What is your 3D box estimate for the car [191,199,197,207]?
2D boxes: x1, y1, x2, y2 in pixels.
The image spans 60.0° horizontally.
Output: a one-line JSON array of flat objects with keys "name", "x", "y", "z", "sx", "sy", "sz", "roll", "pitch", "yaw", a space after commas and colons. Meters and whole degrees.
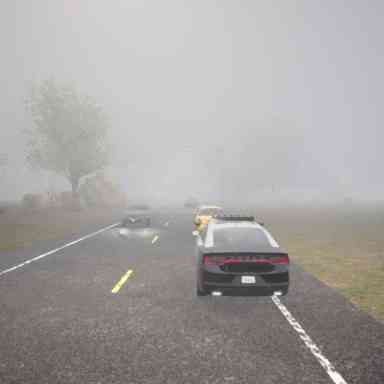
[{"name": "car", "x": 1.043, "y": 1.515, "z": 24.654, "sx": 1.812, "sy": 1.442, "sz": 4.674, "roll": 0, "pitch": 0, "yaw": 0}]

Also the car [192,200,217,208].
[{"name": "car", "x": 1.045, "y": 1.449, "z": 18.843, "sx": 1.801, "sy": 1.575, "sz": 5.366, "roll": 0, "pitch": 0, "yaw": 0}]

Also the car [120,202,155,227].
[{"name": "car", "x": -3.607, "y": 1.495, "z": 22.824, "sx": 1.837, "sy": 1.490, "sz": 4.892, "roll": 0, "pitch": 0, "yaw": 0}]

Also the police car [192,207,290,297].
[{"name": "police car", "x": 1.048, "y": 1.423, "z": 8.763, "sx": 1.930, "sy": 1.638, "sz": 5.238, "roll": 0, "pitch": 0, "yaw": 0}]

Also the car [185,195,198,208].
[{"name": "car", "x": 0.021, "y": 1.523, "z": 46.613, "sx": 1.994, "sy": 1.385, "sz": 4.181, "roll": 0, "pitch": 0, "yaw": 1}]
